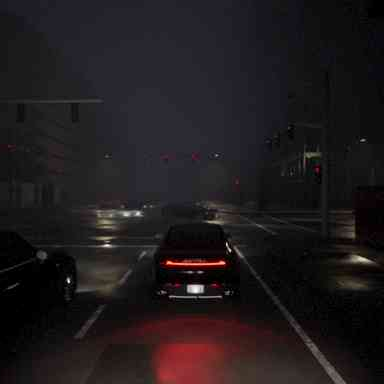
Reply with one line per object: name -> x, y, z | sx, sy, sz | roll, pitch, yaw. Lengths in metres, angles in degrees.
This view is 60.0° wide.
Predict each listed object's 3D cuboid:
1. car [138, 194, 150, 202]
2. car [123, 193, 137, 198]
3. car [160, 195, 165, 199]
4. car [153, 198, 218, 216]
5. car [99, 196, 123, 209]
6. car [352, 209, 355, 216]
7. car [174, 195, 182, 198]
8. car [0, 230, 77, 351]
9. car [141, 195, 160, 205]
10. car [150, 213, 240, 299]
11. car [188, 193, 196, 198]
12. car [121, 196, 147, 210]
car -> -10.623, 1.351, 73.862 | 2.097, 1.767, 4.553 | 0, 0, 1
car -> -10.878, 1.221, 57.899 | 2.150, 2.045, 5.566 | 0, 0, 1
car -> -7.122, 1.472, 73.897 | 1.882, 1.535, 5.008 | 0, 0, 1
car -> -0.242, 1.518, 25.995 | 4.902, 1.511, 2.128 | 0, 0, 33
car -> -10.962, 1.478, 44.312 | 1.882, 1.535, 5.008 | 0, 0, 0
car -> 15.976, 1.656, 27.665 | 4.718, 1.301, 1.895 | 0, 0, 0
car -> -3.507, 1.552, 84.235 | 1.994, 1.385, 4.181 | 0, 0, 1
car -> -3.445, 1.352, 5.119 | 2.097, 1.767, 4.553 | 0, 0, 0
car -> -7.376, 1.547, 58.163 | 2.033, 1.411, 5.357 | 0, 0, 1
car -> 0.082, 1.505, 8.441 | 1.837, 1.490, 4.892 | 0, 0, 0
car -> -0.004, 1.225, 84.459 | 2.150, 2.045, 5.566 | 0, 0, 1
car -> -7.462, 1.601, 43.156 | 1.895, 1.301, 4.718 | 0, 0, 0
